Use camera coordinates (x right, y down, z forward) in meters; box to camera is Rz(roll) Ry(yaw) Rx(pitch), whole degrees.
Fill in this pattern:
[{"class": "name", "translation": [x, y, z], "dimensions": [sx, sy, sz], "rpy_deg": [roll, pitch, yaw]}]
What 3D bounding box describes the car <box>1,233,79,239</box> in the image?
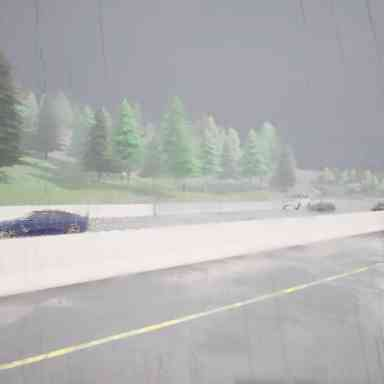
[{"class": "car", "translation": [-7.349, 1.569, 16.078], "dimensions": [4.674, 1.442, 1.812], "rpy_deg": [1, 0, -36]}]
